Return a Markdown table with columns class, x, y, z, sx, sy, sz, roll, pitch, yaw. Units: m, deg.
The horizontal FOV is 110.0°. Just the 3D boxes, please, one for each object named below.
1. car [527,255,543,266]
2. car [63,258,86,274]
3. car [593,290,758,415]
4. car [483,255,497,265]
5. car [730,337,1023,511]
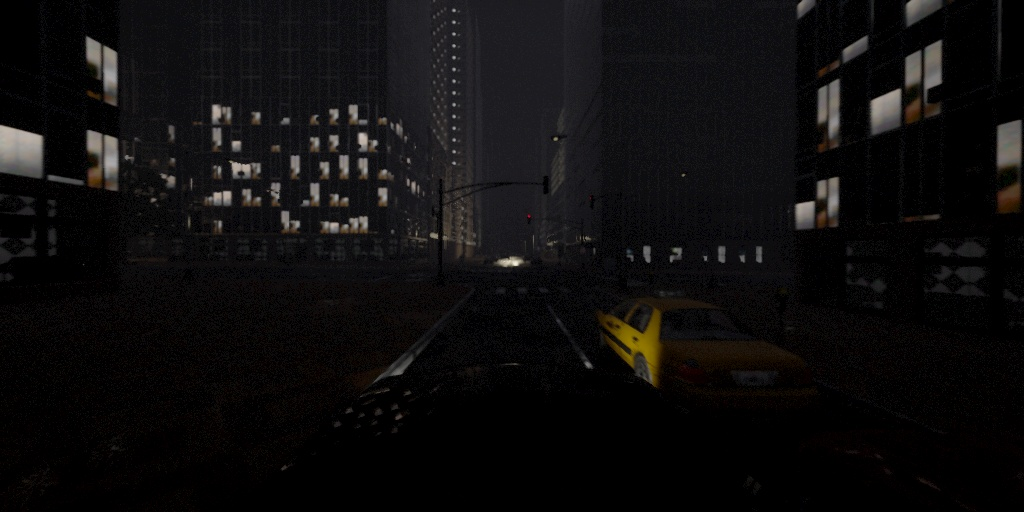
| class | x | y | z | sx | sy | sz | roll | pitch | yaw |
| --- | --- | --- | --- | --- | --- | --- | --- | --- | --- |
| car | 3.880 | 0.878 | 57.037 | 1.948 | 1.339 | 4.313 | 0 | 0 | 0 |
| car | -31.391 | 0.551 | 23.791 | 4.674 | 1.442 | 1.812 | 1 | 0 | -3 |
| car | 2.567 | 1.241 | 6.105 | 1.751 | 1.417 | 4.829 | 0 | 0 | 0 |
| car | -4.079 | 0.847 | 62.521 | 1.802 | 1.307 | 4.207 | 0 | 0 | 0 |
| car | 2.566 | 1.306 | 0.384 | 1.888 | 1.381 | 4.507 | 0 | 0 | 0 |
